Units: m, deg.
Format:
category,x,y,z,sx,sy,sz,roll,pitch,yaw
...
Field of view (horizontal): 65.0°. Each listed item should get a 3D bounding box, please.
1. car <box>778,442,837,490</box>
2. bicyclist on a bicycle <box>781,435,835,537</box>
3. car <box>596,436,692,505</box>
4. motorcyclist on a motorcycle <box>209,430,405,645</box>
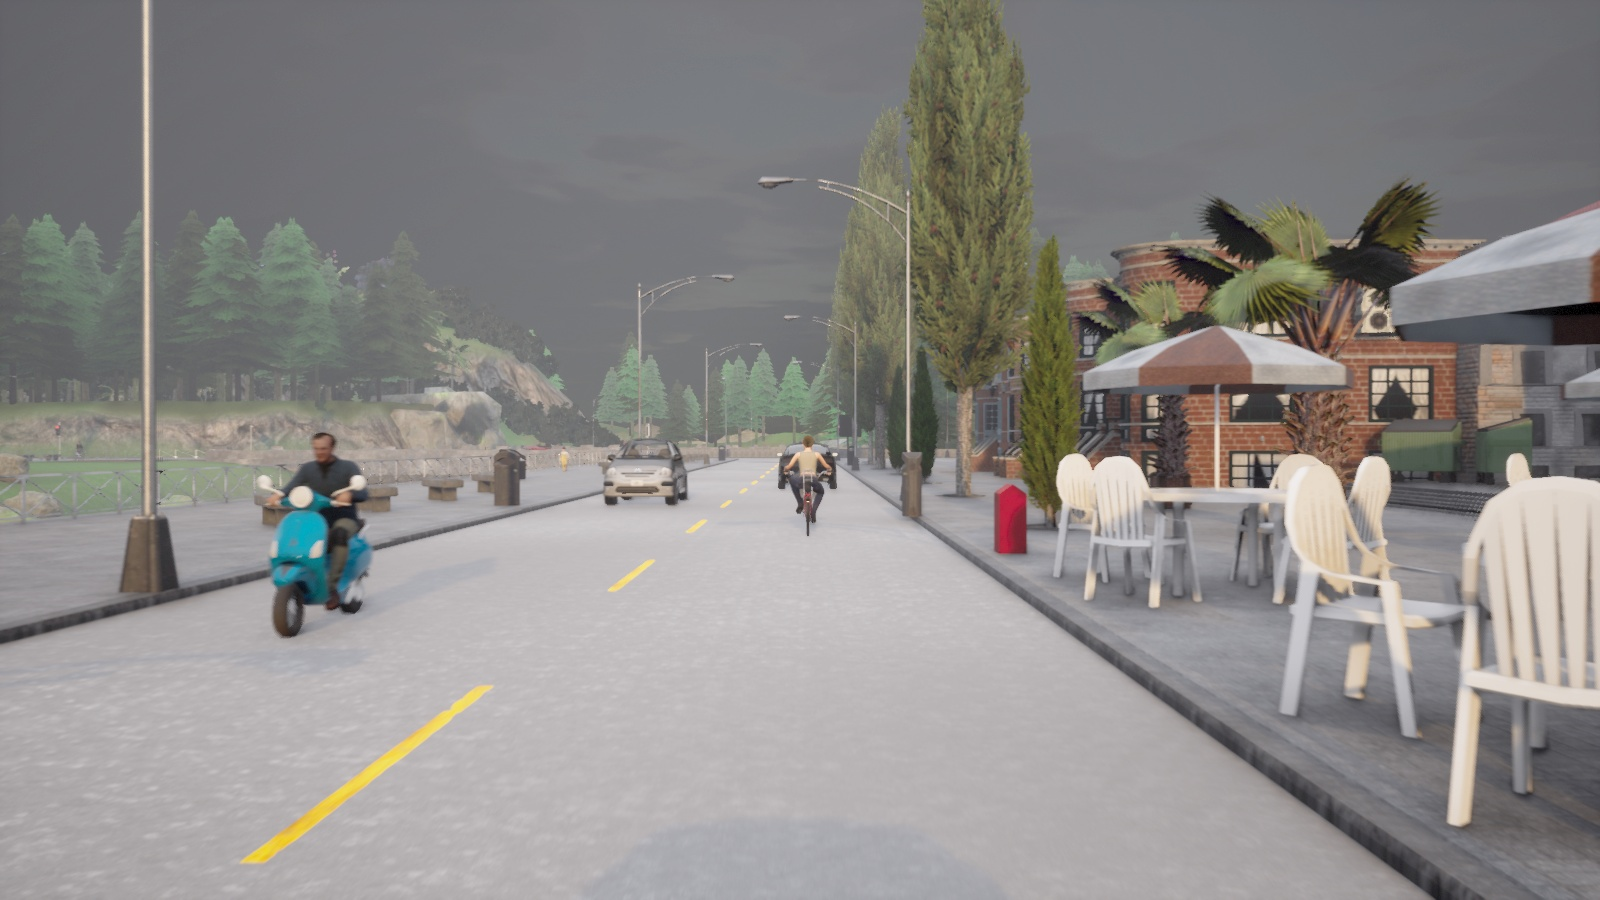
category,x,y,z,sx,sy,sz,roll,pitch,yaw
car,0.249,0.485,42.389,1.882,1.535,5.008,0,0,0
bicyclist on a bicycle,0.130,0.566,20.728,0.866,1.612,1.509,0,0,0
car,-3.811,0.465,31.284,1.851,1.617,3.988,0,0,0
motorcyclist on a motorcycle,-3.928,0.639,10.180,0.866,1.590,1.817,0,0,0
